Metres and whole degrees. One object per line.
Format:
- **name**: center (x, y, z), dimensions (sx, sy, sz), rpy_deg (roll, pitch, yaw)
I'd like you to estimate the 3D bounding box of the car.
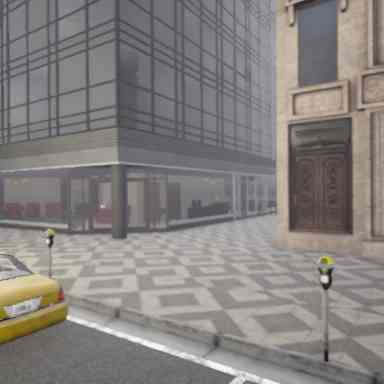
- **car**: center (-4.179, 1.513, 5.731), dimensions (4.829, 1.417, 1.752), rpy_deg (0, 0, 34)
